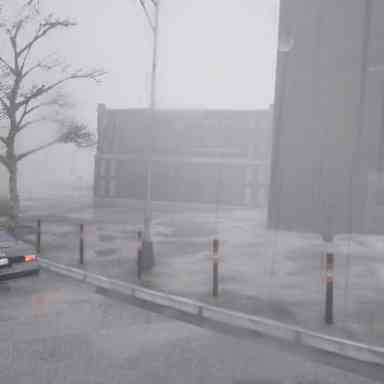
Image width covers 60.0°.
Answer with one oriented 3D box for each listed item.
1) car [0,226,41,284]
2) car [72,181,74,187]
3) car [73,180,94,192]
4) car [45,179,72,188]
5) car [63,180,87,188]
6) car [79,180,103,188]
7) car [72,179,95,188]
[{"bbox_3d":[-5.883,1.448,8.507,5.357,1.411,2.033,2,1,40],"label":"car"},{"bbox_3d":[-26.759,-1.731,70.512,5.008,1.535,2.097,4,3,21],"label":"car"},{"bbox_3d":[-18.071,-0.796,58.650,1.882,1.535,5.008,4,3,21],"label":"car"},{"bbox_3d":[-27.731,-1.789,67.924,4.553,1.767,2.185,4,3,21],"label":"car"},{"bbox_3d":[-25.743,-1.759,73.074,4.674,1.452,2.002,4,3,21],"label":"car"},{"bbox_3d":[-23.726,-1.939,78.209,4.892,1.521,2.231,4,3,21],"label":"car"},{"bbox_3d":[-24.698,-1.991,75.621,4.553,1.767,2.185,4,3,21],"label":"car"}]
